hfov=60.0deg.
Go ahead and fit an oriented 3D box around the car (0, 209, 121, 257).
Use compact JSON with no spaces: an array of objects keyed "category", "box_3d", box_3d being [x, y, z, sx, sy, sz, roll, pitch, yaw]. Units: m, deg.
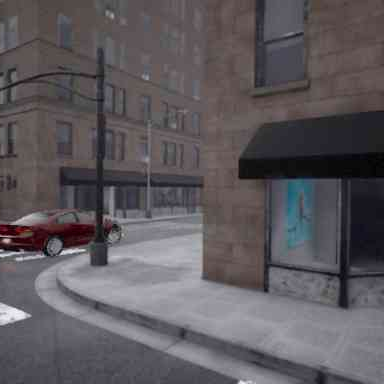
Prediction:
[{"category":"car","box_3d":[-4.763,1.394,12.749,1.882,1.535,5.008,-1,0,26]}]
